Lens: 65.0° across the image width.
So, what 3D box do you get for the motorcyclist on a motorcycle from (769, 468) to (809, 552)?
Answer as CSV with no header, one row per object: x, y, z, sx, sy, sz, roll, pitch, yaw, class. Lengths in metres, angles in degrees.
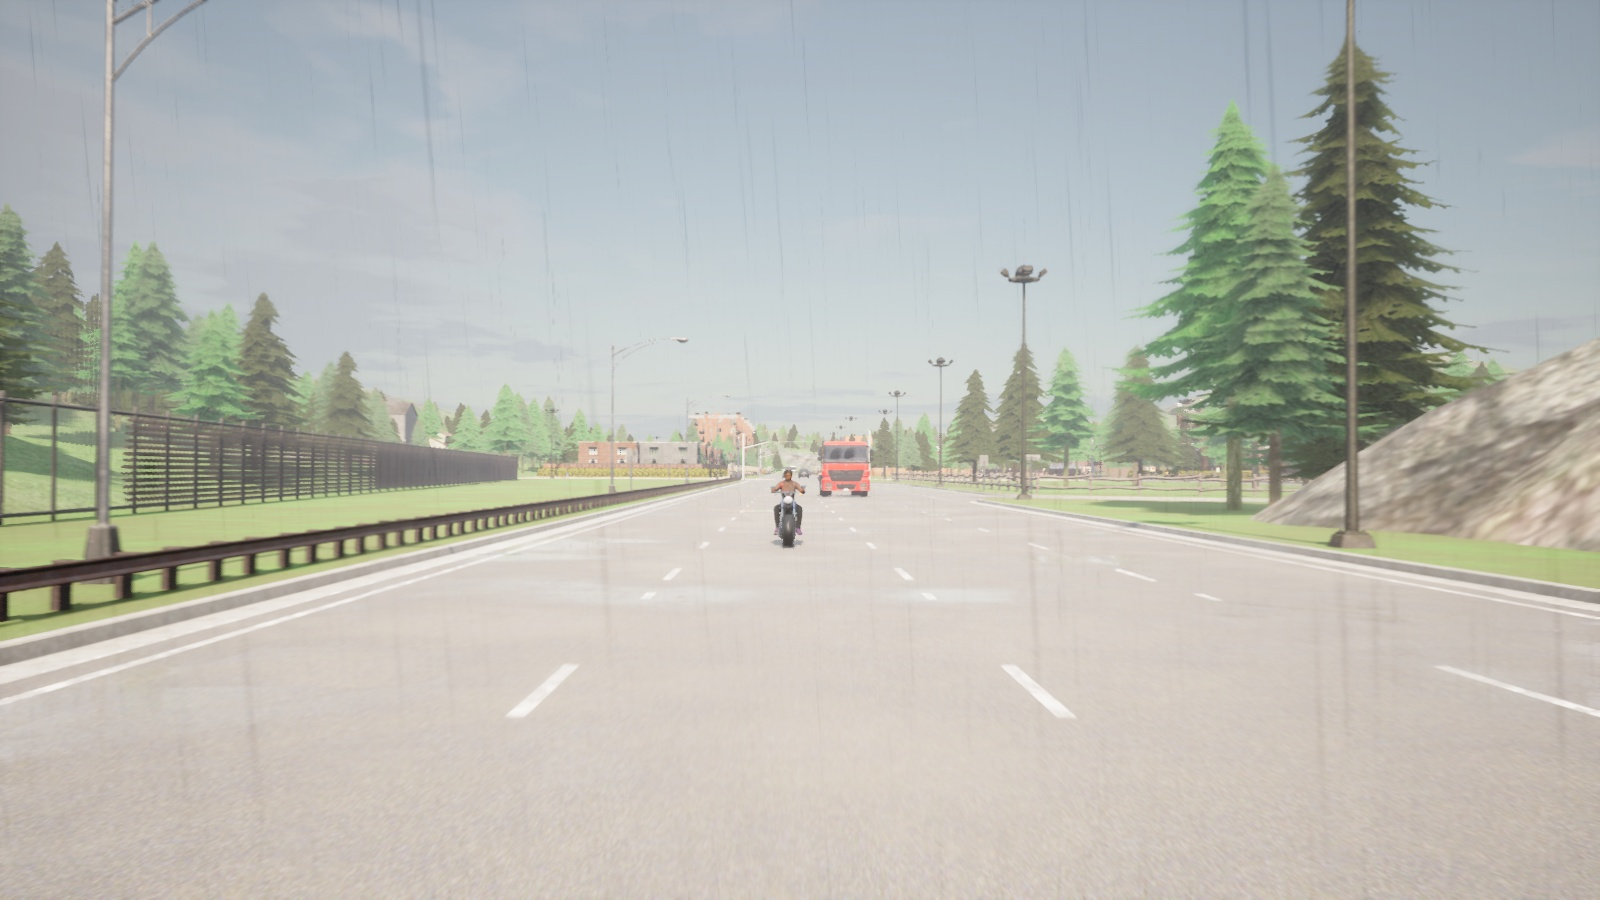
-0.230,1.200,26.009,0.766,1.649,2.350,0,-1,-1,motorcyclist on a motorcycle

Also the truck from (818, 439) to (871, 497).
2.708,1.134,78.640,2.891,3.462,7.936,0,-1,-1,truck
